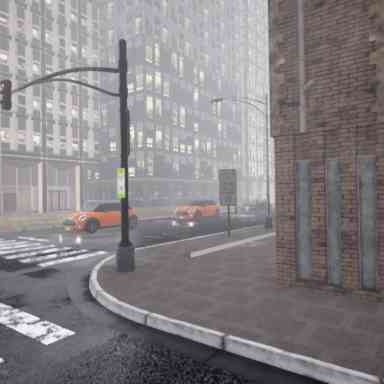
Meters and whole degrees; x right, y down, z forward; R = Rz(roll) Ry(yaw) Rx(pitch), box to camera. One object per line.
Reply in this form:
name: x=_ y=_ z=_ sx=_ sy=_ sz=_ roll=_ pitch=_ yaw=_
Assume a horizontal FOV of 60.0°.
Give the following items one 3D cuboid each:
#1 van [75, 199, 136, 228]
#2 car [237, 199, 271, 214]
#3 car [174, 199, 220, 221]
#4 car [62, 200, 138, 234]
van: x=-5.989 y=1.459 z=23.534 sx=1.690 sy=1.788 sz=3.998 roll=-2 pitch=-1 yaw=36
car: x=7.337 y=1.598 z=37.563 sx=2.128 sy=1.511 sz=4.902 roll=-1 pitch=-1 yaw=36
car: x=0.484 y=1.434 z=28.080 sx=2.097 sy=1.767 sz=4.553 roll=-1 pitch=-1 yaw=36
car: x=-5.425 y=1.415 z=19.935 sx=2.097 sy=1.767 sz=4.553 roll=-1 pitch=-1 yaw=37
